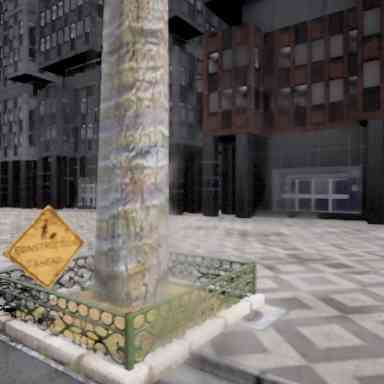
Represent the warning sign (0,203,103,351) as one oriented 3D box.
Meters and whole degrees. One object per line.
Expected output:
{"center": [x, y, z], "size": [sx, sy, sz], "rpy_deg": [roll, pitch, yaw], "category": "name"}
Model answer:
{"center": [-2.243, 1.131, 5.141], "size": [1.060, 1.860, 1.300], "rpy_deg": [0, 0, 36], "category": "warning sign"}
